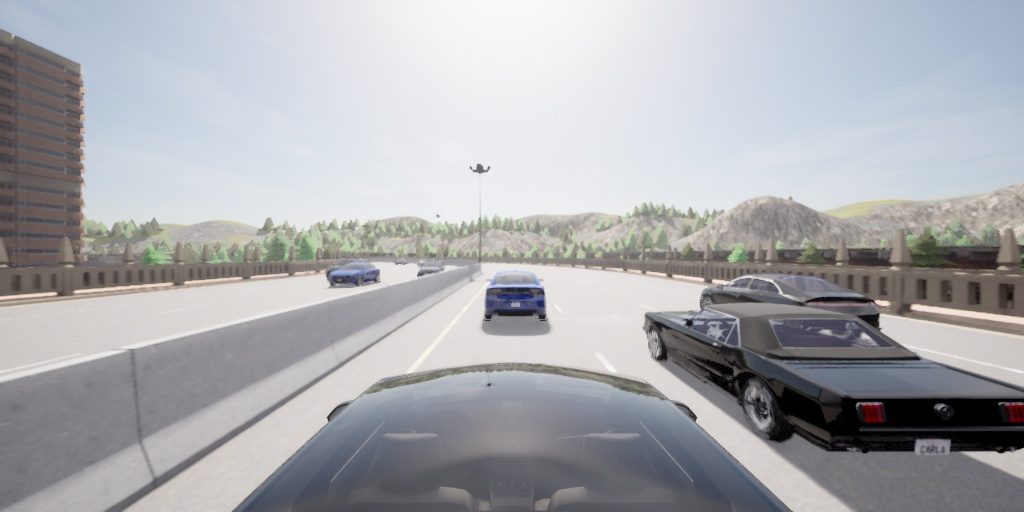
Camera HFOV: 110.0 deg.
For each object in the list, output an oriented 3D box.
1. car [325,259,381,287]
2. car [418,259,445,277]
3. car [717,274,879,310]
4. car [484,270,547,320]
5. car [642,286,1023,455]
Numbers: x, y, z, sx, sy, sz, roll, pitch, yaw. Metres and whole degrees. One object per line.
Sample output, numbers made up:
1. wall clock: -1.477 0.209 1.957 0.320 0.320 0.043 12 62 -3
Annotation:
1. car: -10.610 1.199 24.529 1.882 1.535 5.008 0 0 0
2. car: -7.153 1.238 32.312 1.812 1.442 4.674 0 0 -1
3. car: 7.099 1.232 9.890 2.128 1.511 4.902 0 0 0
4. car: 0.102 1.214 12.554 1.882 1.535 5.008 0 0 0
5. car: 3.601 1.347 5.286 1.895 1.301 4.718 0 0 0
